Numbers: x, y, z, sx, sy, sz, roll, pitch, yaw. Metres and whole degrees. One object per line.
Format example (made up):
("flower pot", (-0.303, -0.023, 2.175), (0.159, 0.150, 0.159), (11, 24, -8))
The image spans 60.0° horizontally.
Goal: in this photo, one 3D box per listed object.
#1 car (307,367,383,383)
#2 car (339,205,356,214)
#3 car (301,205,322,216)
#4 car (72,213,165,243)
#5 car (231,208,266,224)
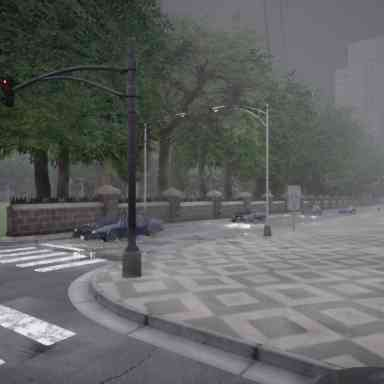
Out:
("car", (2.466, 1.551, 1.209), (4.403, 1.369, 2.008), (0, 0, 35))
("car", (24.865, 2.780, 53.091), (2.033, 1.411, 5.357), (0, -1, 34))
("car", (17.241, 2.579, 47.655), (1.812, 1.442, 4.674), (0, -1, 35))
("car", (-3.706, 1.836, 18.046), (2.033, 1.411, 5.357), (0, -1, 35))
("car", (5.260, 2.172, 30.788), (1.994, 1.385, 4.181), (0, -1, 35))
